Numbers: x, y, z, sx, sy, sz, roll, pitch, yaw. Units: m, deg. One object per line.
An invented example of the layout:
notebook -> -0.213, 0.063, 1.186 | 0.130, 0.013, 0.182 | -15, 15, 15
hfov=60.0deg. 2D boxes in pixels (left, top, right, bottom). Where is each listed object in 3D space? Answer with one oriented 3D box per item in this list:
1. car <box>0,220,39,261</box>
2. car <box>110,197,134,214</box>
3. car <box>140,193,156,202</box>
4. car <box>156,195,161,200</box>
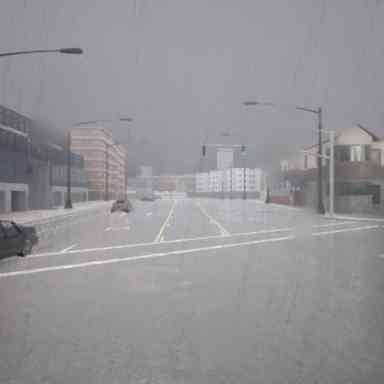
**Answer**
car -> -6.654, 1.583, 10.336 | 2.033, 1.411, 5.357 | 0, 0, -2
car -> -7.389, 1.528, 35.380 | 1.812, 1.442, 4.674 | 0, 1, -2
car -> -8.102, 0.902, 59.717 | 2.097, 1.767, 4.553 | 0, 0, -2
car -> -8.839, 1.354, 84.823 | 1.994, 1.385, 4.181 | 0, -1, -2
